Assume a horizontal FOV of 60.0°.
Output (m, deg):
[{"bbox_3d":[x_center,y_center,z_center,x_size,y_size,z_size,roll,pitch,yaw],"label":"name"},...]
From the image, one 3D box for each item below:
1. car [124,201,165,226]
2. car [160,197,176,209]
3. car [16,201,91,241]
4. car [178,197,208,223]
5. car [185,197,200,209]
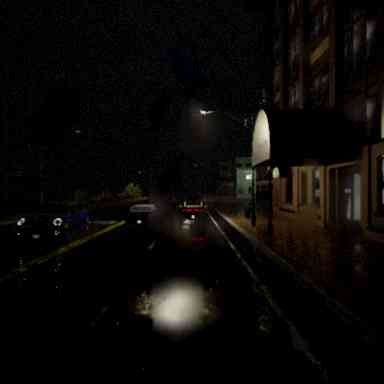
[{"bbox_3d":[-3.171,1.496,22.240,1.895,1.301,4.718,0,0,0],"label":"car"},{"bbox_3d":[-3.162,1.365,41.874,1.994,1.385,4.181,0,0,0],"label":"car"},{"bbox_3d":[-6.578,1.275,16.252,2.097,1.767,4.553,0,0,0],"label":"car"},{"bbox_3d":[0.086,1.388,24.541,1.837,1.490,4.892,0,0,0],"label":"car"},{"bbox_3d":[0.088,1.328,41.611,1.812,1.442,4.674,0,0,0],"label":"car"}]
